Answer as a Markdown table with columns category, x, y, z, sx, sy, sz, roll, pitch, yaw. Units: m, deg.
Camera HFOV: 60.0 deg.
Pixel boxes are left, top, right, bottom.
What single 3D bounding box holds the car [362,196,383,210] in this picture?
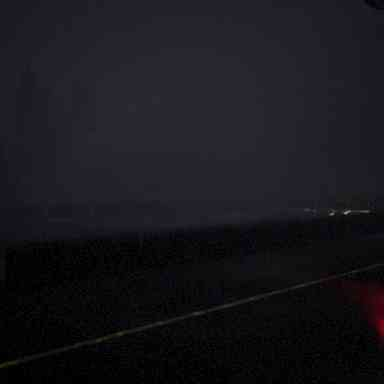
| category | x | y | z | sx | sy | sz | roll | pitch | yaw |
| --- | --- | --- | --- | --- | --- | --- | --- | --- | --- |
| car | 20.463 | 1.185 | 35.279 | 4.892 | 1.490 | 1.837 | 0 | 0 | -35 |

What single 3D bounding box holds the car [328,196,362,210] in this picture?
| category | x | y | z | sx | sy | sz | roll | pitch | yaw |
| --- | --- | --- | --- | --- | --- | --- | --- | --- | --- |
| car | 18.140 | 1.156 | 37.927 | 5.008 | 1.535 | 1.882 | -1 | 0 | -35 |

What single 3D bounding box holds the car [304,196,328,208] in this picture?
| category | x | y | z | sx | sy | sz | roll | pitch | yaw |
| --- | --- | --- | --- | --- | --- | --- | --- | --- | --- |
| car | 16.038 | 1.222 | 40.731 | 5.357 | 1.411 | 2.033 | -1 | 0 | -35 |
